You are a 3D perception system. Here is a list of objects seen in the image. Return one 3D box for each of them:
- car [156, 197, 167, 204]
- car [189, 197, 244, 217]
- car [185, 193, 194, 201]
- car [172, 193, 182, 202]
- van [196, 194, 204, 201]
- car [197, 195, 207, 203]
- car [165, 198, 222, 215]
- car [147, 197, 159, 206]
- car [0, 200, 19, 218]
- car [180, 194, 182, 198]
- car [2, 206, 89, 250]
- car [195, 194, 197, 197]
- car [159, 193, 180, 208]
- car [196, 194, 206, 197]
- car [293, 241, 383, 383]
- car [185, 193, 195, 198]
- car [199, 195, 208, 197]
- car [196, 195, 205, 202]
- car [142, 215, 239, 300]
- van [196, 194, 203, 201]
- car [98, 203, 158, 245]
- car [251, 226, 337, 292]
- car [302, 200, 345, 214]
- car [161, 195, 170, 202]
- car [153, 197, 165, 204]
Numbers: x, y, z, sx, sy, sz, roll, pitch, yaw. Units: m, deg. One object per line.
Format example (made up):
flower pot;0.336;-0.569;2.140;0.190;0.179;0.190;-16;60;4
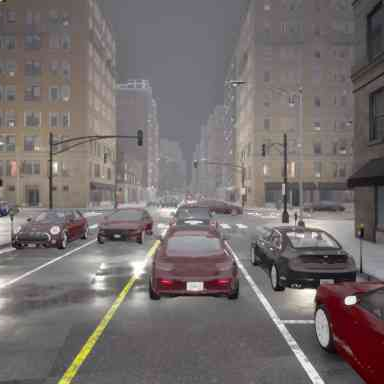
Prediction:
car;-6.286;1.665;69.094;1.802;1.307;4.206;0;0;-1
car;2.192;1.474;30.345;5.008;1.535;1.882;0;0;0
car;-0.674;1.383;90.111;2.150;2.045;5.566;0;0;-1
car;-3.532;1.336;77.788;2.150;2.045;5.566;0;0;-1
van;2.049;1.481;85.707;1.690;1.788;3.998;0;0;-1
car;2.176;1.541;74.694;1.967;1.590;4.097;0;0;-1
car;0.065;1.358;15.581;2.097;1.767;4.553;0;0;0
car;-6.094;1.596;52.571;2.008;1.369;4.403;0;0;-1
car;-17.615;1.119;26.943;5.566;2.045;2.150;1;0;0
car;-3.432;1.604;67.257;1.812;1.442;4.674;0;0;0
car;-5.880;1.445;14.209;1.967;1.590;4.097;0;0;0
car;2.240;1.399;69.186;2.192;1.841;5.009;0;0;-1
car;-3.272;1.390;48.456;2.097;1.767;4.553;0;0;-1
car;2.301;1.595;63.849;1.752;1.417;4.829;0;0;-1
car;2.669;1.545;3.248;1.887;1.381;4.507;0;0;0
car;-0.550;1.342;79.392;2.150;2.045;5.566;0;0;-1
car;2.431;1.590;52.666;1.887;1.381;4.507;0;0;-1
car;2.112;1.560;80.199;1.967;1.590;4.097;0;0;-1
car;0.018;1.528;8.277;1.812;1.442;4.674;0;0;-1
van;1.985;1.504;91.214;1.690;1.788;3.998;0;0;-1
car;-2.942;1.484;15.718;1.882;1.535;5.008;0;0;0
car;2.657;1.553;8.739;2.008;1.369;4.403;0;0;0
car;14.634;1.648;37.153;4.674;1.442;1.812;0;0;1
car;-6.412;1.559;80.110;1.967;1.590;4.097;0;0;-1
car;-6.222;1.613;63.586;1.887;1.381;4.507;0;0;-1
